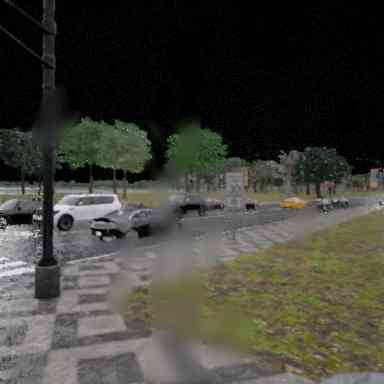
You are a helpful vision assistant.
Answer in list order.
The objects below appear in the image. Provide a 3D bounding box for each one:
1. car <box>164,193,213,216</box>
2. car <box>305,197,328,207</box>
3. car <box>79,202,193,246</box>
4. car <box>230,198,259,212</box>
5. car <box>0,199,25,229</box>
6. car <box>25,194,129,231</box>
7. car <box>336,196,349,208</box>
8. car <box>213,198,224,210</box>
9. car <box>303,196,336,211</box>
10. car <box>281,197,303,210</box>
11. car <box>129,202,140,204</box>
[{"bbox_3d":[-0.767,1.139,28.938,2.150,2.045,5.566,1,0,36],"label":"car"},{"bbox_3d":[19.013,1.494,50.610,2.033,1.411,5.357,1,0,36],"label":"car"},{"bbox_3d":[-2.373,1.469,15.443,2.128,1.511,4.902,1,0,36],"label":"car"},{"bbox_3d":[5.981,1.408,38.258,2.128,1.511,4.902,1,0,36],"label":"car"},{"bbox_3d":[-10.762,1.241,20.648,2.097,1.767,4.553,1,0,36],"label":"car"},{"bbox_3d":[-6.837,1.139,20.529,2.150,2.045,5.566,1,0,36],"label":"car"},{"bbox_3d":[21.263,1.327,48.166,2.097,1.767,4.553,1,0,36],"label":"car"},{"bbox_3d":[2.035,1.414,38.354,1.812,1.442,4.674,1,1,36],"label":"car"},{"bbox_3d":[15.416,1.481,39.993,1.837,1.490,4.892,1,0,36],"label":"car"},{"bbox_3d":[12.942,1.425,42.116,1.882,1.535,5.008,1,0,36],"label":"car"},{"bbox_3d":[-5.505,1.489,27.942,1.895,1.301,4.718,1,0,36],"label":"car"}]
